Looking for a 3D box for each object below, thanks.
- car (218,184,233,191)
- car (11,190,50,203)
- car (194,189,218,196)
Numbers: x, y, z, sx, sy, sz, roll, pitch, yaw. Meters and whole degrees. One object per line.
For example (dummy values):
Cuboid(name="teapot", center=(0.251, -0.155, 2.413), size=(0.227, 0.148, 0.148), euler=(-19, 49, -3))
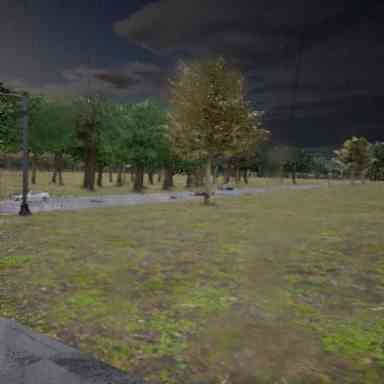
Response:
Cuboid(name="car", center=(8.118, -1.116, 81.481), size=(2.097, 1.767, 4.553), euler=(4, 4, 35))
Cuboid(name="car", center=(-20.256, 0.547, 41.916), size=(1.812, 1.442, 4.674), euler=(4, 5, 35))
Cuboid(name="car", center=(2.389, 0.107, 61.681), size=(1.895, 1.301, 4.718), euler=(4, 4, 34))
